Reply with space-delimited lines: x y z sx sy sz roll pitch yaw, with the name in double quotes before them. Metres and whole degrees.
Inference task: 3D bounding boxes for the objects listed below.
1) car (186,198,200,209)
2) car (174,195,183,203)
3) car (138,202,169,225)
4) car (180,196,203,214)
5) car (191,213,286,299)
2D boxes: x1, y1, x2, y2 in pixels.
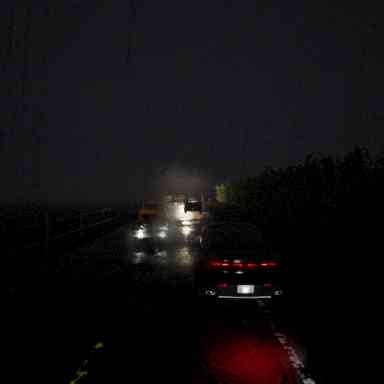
"car" 0.116 1.526 45.768 1.812 1.442 4.674 0 0 0
"car" -2.682 1.356 71.659 2.097 1.767 4.553 0 0 0
"car" -2.728 1.477 24.504 1.882 1.535 5.008 0 0 0
"car" 0.109 1.491 35.594 2.128 1.511 4.902 0 0 0
"car" 0.971 1.505 8.426 1.837 1.490 4.892 0 0 0
